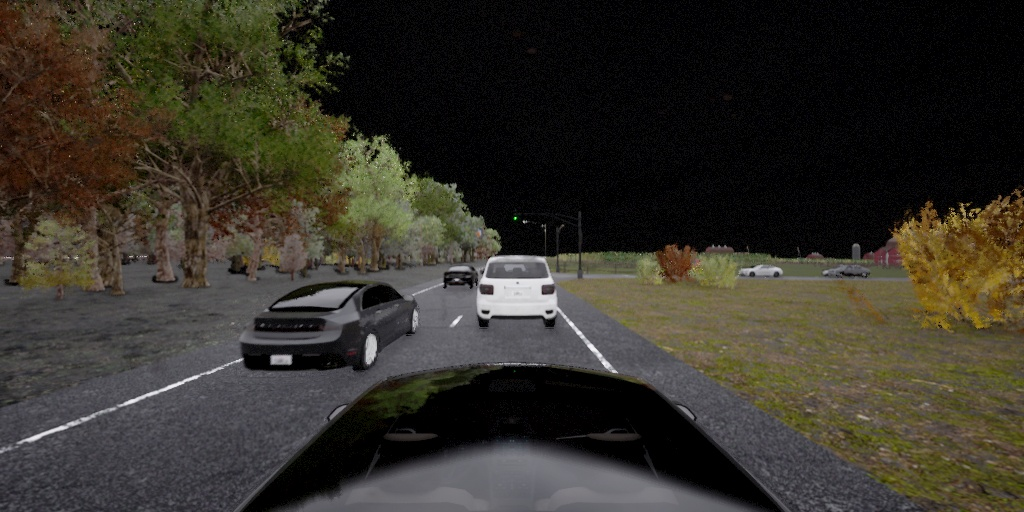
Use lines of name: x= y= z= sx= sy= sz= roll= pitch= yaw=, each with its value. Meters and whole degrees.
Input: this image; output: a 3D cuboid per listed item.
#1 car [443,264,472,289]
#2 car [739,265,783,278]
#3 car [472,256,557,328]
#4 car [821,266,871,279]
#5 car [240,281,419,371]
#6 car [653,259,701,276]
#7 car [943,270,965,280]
car: x=-3.360 y=1.308 z=24.287 sx=1.882 sy=1.535 sz=5.008 roll=0 pitch=0 yaw=0
car: x=29.592 y=1.795 z=42.692 sx=4.674 sy=1.442 sz=1.812 roll=1 pitch=-1 yaw=0
car: x=0.122 y=1.009 z=11.612 sx=2.150 sy=2.045 sz=5.566 roll=0 pitch=0 yaw=0
car: x=39.638 y=1.869 z=42.615 sx=4.902 sy=1.511 sz=2.128 roll=1 pitch=-1 yaw=0
car: x=-3.387 y=1.277 z=7.694 sx=1.837 sy=1.490 sz=4.892 roll=0 pitch=0 yaw=0
car: x=19.626 y=1.381 z=42.756 sx=5.566 sy=2.045 sz=2.150 roll=1 pitch=-1 yaw=0
car: x=48.996 y=1.973 z=38.968 sx=4.181 sy=1.385 sz=1.994 roll=1 pitch=-1 yaw=0
